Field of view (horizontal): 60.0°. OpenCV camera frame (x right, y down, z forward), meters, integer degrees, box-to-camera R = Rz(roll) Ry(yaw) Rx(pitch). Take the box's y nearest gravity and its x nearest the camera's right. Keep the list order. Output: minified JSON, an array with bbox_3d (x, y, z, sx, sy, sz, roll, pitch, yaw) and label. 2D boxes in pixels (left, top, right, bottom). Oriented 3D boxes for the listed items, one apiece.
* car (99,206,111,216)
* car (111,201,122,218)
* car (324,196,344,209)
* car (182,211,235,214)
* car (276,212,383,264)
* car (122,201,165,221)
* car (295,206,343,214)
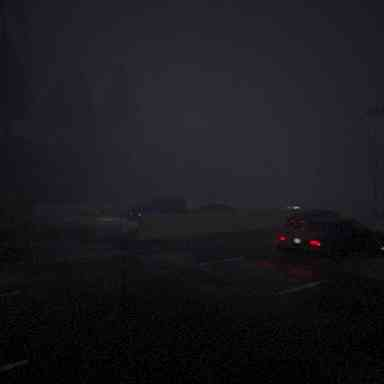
[{"bbox_3d":[-7.064,1.686,34.268,5.008,1.535,1.882,1,-1,-41],"label":"car"},{"bbox_3d":[-4.862,1.728,31.545,4.674,1.442,1.812,1,-1,-41],"label":"car"},{"bbox_3d":[25.597,1.831,59.704,2.150,2.045,5.566,0,0,36],"label":"car"},{"bbox_3d":[1.596,1.723,27.900,4.892,1.490,1.837,1,-1,-42],"label":"car"},{"bbox_3d":[5.379,1.674,12.456,5.357,1.411,2.033,1,-1,-39],"label":"car"},{"bbox_3d":[-2.810,1.418,28.669,5.566,2.045,2.150,1,-1,-41],"label":"car"},{"bbox_3d":[7.215,1.690,18.621,4.892,1.490,1.837,1,0,-41],"label":"car"}]
